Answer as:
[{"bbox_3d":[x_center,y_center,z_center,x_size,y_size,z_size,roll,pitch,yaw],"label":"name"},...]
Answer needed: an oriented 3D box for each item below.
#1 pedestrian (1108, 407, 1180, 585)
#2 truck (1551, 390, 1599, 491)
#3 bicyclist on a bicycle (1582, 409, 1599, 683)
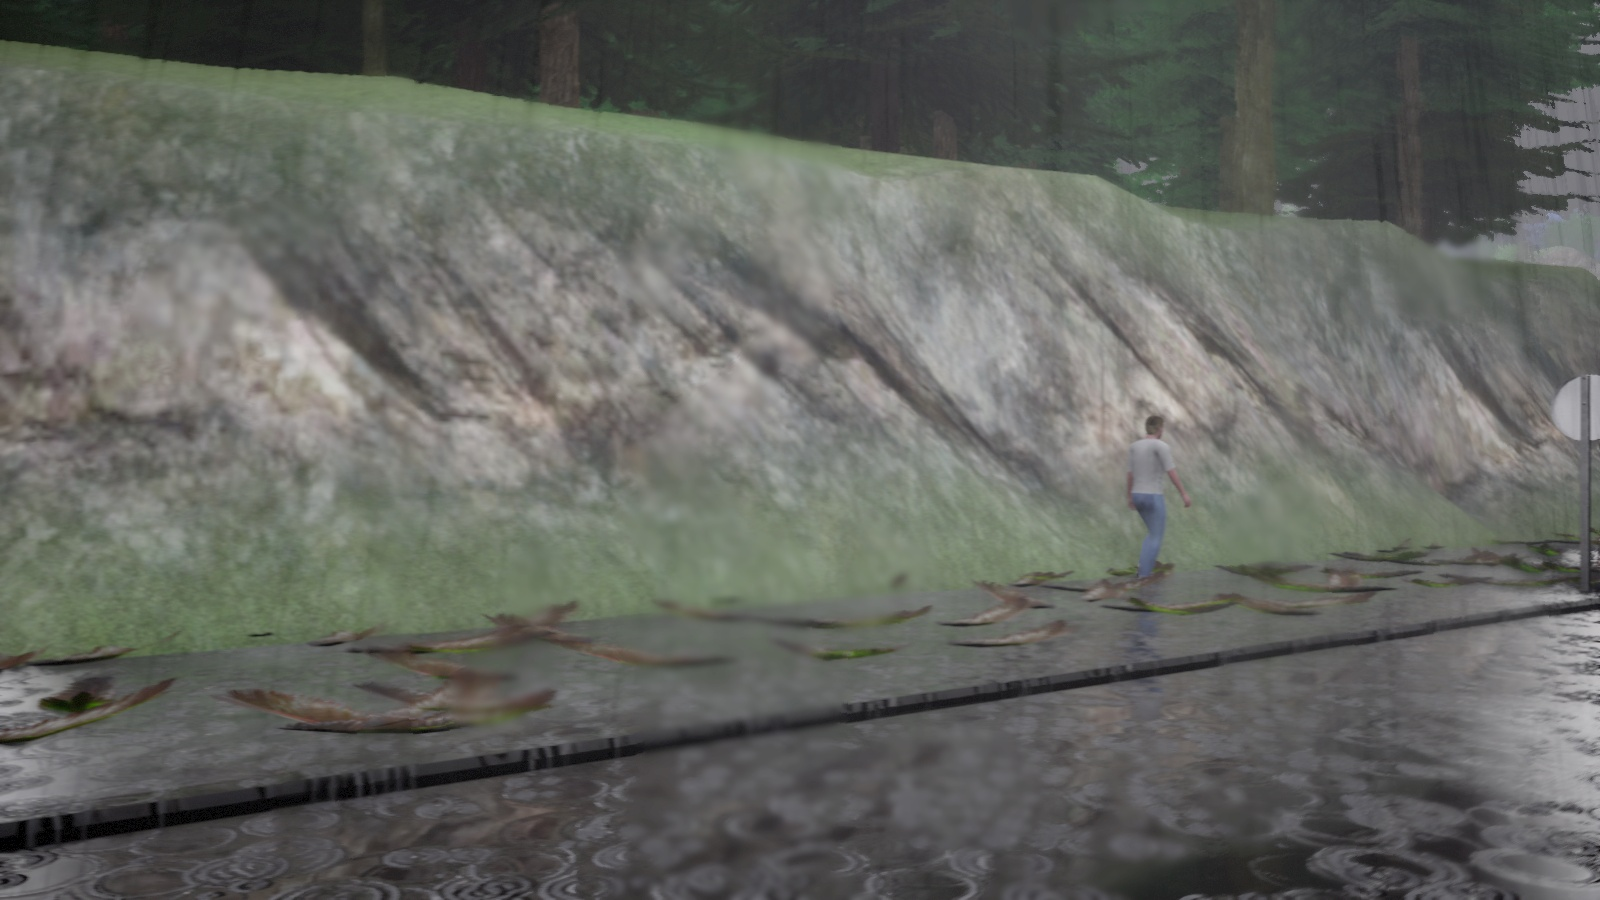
[{"bbox_3d":[3.632,0.475,13.261,0.706,1.836,0.354,0,0,-35],"label":"pedestrian"},{"bbox_3d":[33.114,-0.375,46.647,2.891,3.827,8.468,0,0,-36],"label":"truck"},{"bbox_3d":[6.083,0.624,8.504,1.843,1.776,0.659,0,0,-35],"label":"bicyclist on a bicycle"}]
